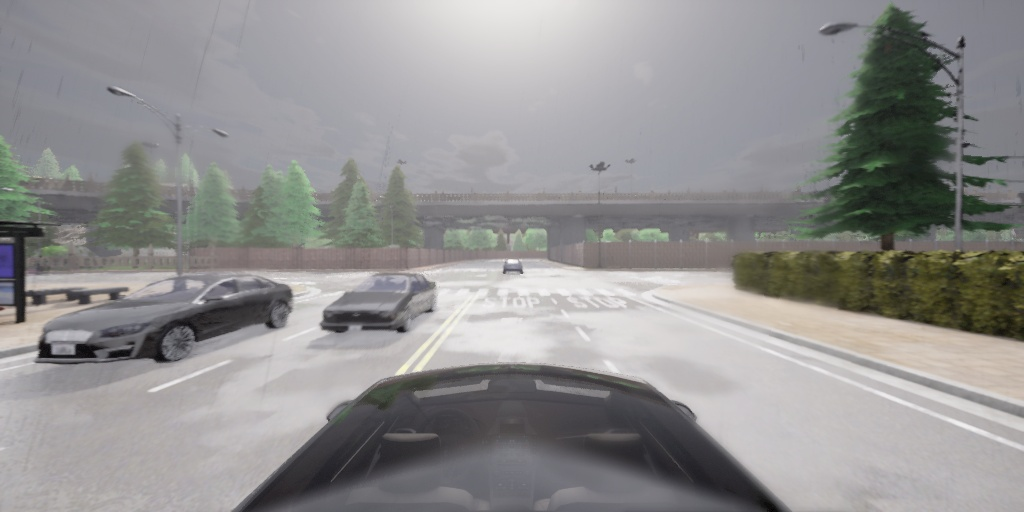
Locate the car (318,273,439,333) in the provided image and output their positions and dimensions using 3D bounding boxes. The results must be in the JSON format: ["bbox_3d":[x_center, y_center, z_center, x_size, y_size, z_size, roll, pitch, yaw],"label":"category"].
[{"bbox_3d":[-3.510,1.214,10.690,2.033,1.411,5.357,0,1,0],"label":"car"}]

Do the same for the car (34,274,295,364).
[{"bbox_3d":[-7.033,1.185,8.085,2.128,1.511,4.902,0,0,0],"label":"car"}]

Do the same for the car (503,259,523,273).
[{"bbox_3d":[0.094,0.959,35.580,1.994,1.385,4.181,0,0,0],"label":"car"}]
